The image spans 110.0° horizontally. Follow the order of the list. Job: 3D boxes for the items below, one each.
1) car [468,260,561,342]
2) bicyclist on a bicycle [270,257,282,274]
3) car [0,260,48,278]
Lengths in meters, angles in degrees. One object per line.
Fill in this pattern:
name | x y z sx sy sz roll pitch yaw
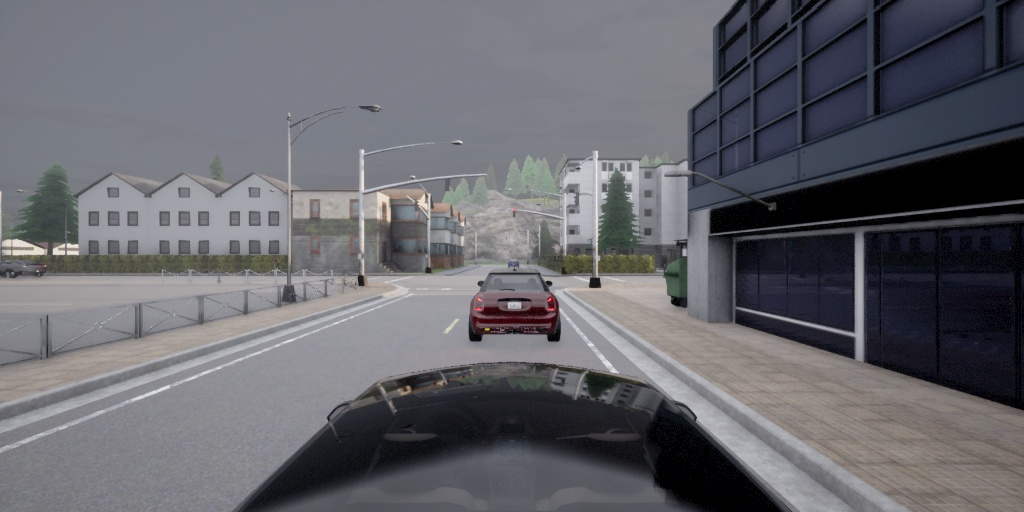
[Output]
car | 0.081 1.102 9.970 2.097 1.767 4.553 0 0 1
bicyclist on a bicycle | -22.227 0.874 33.802 0.582 1.620 1.656 0 0 0
car | -42.115 1.065 30.041 4.902 1.511 2.128 0 0 0
